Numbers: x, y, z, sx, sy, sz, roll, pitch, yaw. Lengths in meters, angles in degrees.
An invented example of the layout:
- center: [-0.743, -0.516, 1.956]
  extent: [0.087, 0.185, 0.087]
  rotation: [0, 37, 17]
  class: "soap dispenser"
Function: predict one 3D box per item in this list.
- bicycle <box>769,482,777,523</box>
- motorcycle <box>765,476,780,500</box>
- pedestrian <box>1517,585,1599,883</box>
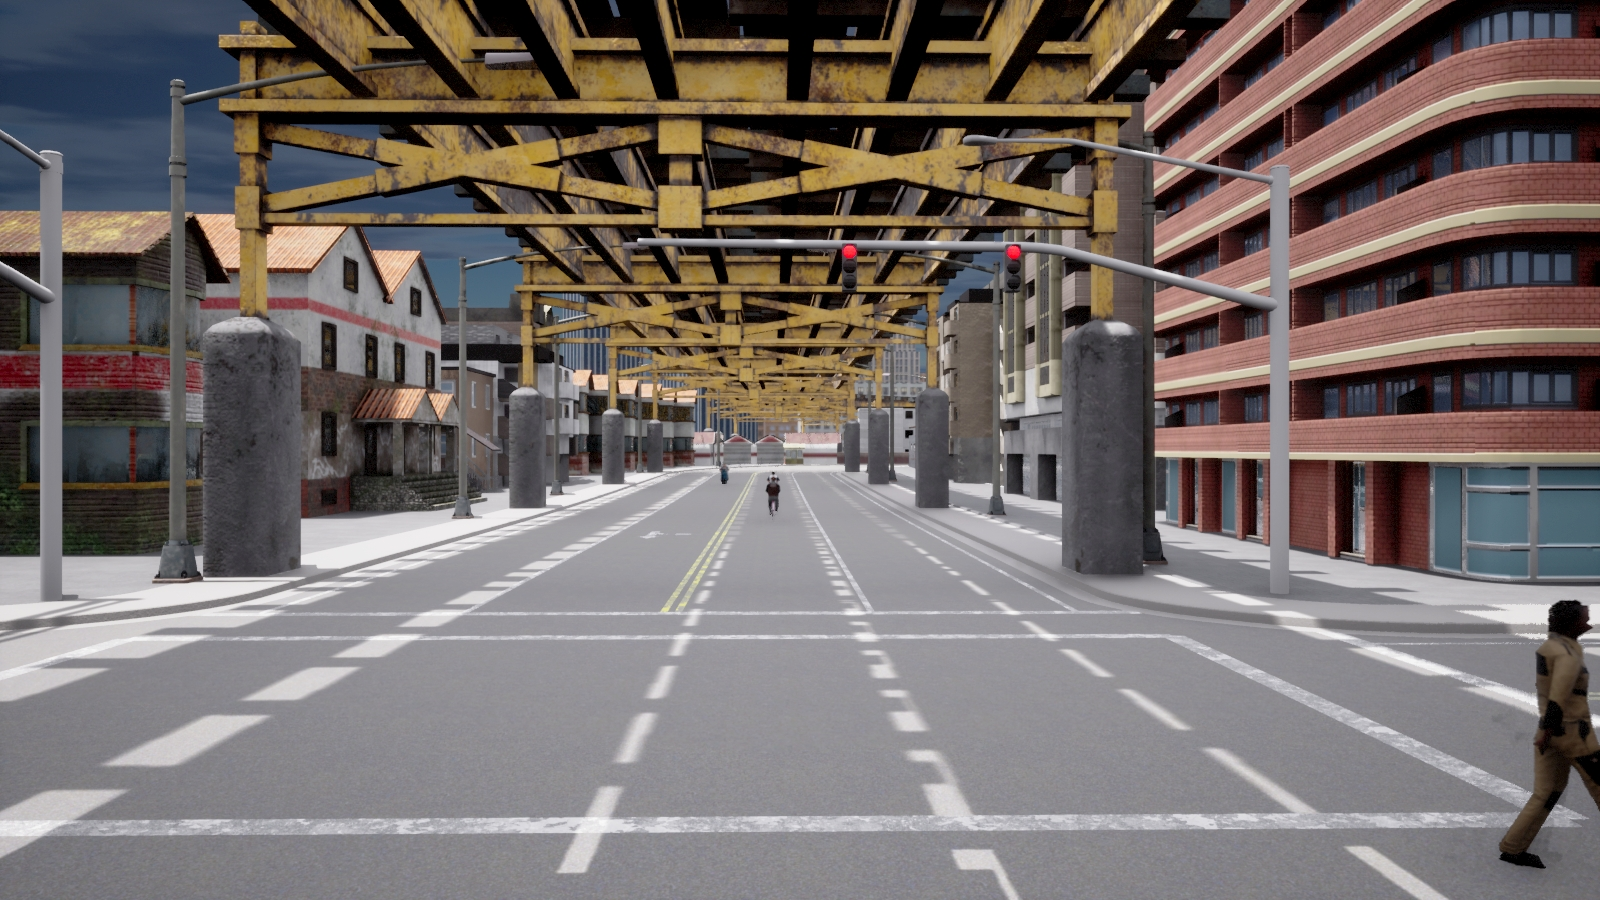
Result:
- center: [-1.059, 2.040, 44.782]
  extent: [0.329, 1.496, 1.835]
  rotation: [0, 0, -1]
  class: "bicycle"
- center: [-1.477, 2.072, 62.443]
  extent: [0.803, 1.224, 2.033]
  rotation: [0, 1, -1]
  class: "motorcycle"
- center: [5.026, 1.848, 7.559]
  extent: [0.375, 1.860, 0.375]
  rotation: [0, 0, 13]
  class: "pedestrian"
